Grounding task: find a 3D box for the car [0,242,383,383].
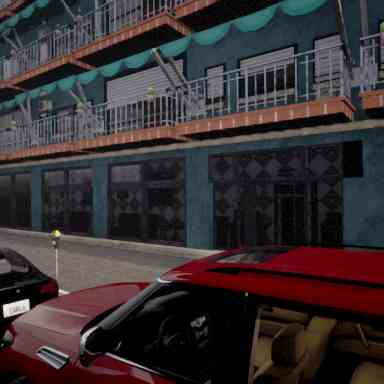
[{"bbox_3d":[0.608,1.315,2.303,5.009,1.841,2.192,0,-1,36],"label":"car"}]
